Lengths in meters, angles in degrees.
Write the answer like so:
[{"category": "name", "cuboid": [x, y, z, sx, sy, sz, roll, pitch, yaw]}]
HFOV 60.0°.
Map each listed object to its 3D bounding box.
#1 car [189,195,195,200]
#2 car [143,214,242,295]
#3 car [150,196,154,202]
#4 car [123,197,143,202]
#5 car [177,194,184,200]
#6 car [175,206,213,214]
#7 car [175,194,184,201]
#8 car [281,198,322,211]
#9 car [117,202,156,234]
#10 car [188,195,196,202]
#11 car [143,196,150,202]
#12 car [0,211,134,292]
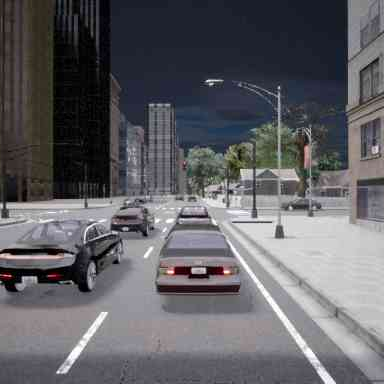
[{"category": "car", "cuboid": [0.048, 1.526, 94.398, 1.812, 1.442, 4.674, 0, 0, 0]}, {"category": "car", "cuboid": [0.095, 1.545, 8.818, 2.033, 1.411, 5.357, 0, 0, -1]}, {"category": "car", "cuboid": [-9.713, 1.517, 73.264, 1.812, 1.442, 4.674, 0, 0, 0]}, {"category": "car", "cuboid": [-9.799, 1.487, 53.832, 2.128, 1.511, 4.902, 0, 0, 1]}, {"category": "car", "cuboid": [-3.202, 1.311, 93.991, 1.882, 1.535, 5.008, 0, 0, 0]}, {"category": "car", "cuboid": [0.107, 1.491, 17.872, 2.128, 1.511, 4.902, 0, 0, 0]}, {"category": "car", "cuboid": [-3.207, 1.342, 83.957, 2.097, 1.767, 4.553, 0, 0, 0]}, {"category": "car", "cuboid": [13.303, 1.554, 40.768, 4.892, 1.490, 1.837, 0, -1, 0]}, {"category": "car", "cuboid": [-3.141, 1.504, 18.149, 1.837, 1.490, 4.892, 0, 0, 0]}, {"category": "car", "cuboid": [0.040, 1.493, 78.090, 1.837, 1.490, 4.892, 0, 0, 0]}, {"category": "car", "cuboid": [-9.761, 1.595, 63.152, 1.895, 1.301, 4.718, 0, 0, 1]}, {"category": "car", "cuboid": [-3.147, 1.492, 8.889, 2.128, 1.511, 4.902, 0, 0, 0]}]
